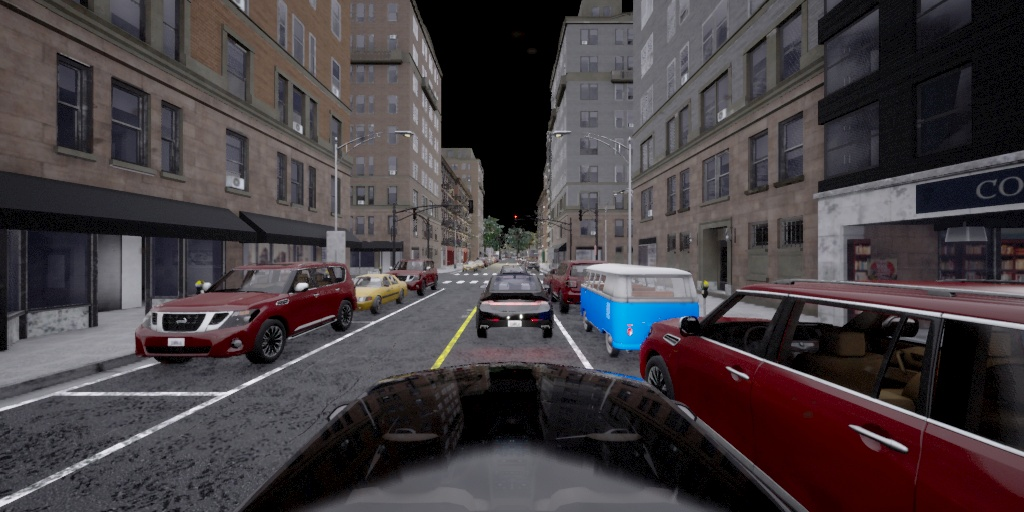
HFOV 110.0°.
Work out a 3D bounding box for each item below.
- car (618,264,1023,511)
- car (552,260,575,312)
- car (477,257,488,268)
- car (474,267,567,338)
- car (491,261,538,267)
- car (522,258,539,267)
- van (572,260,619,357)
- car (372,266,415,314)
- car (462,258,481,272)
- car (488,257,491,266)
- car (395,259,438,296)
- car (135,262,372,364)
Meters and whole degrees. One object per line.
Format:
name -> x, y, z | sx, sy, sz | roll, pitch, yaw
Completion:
car -> 2.638, 1.065, 2.587 | 2.192, 1.841, 5.009 | 0, 0, 0
car -> 2.646, 1.064, 13.945 | 2.192, 1.841, 5.009 | 0, 0, 0
car -> -5.371, 1.272, 57.432 | 1.751, 1.417, 4.829 | 0, 0, 0
car -> 0.079, 1.241, 10.140 | 2.128, 1.511, 4.902 | 0, 0, 0
car -> 0.082, 1.240, 20.191 | 2.128, 1.511, 4.902 | 0, 0, -1
car -> 2.670, 1.297, 46.633 | 2.007, 1.370, 4.403 | 0, 0, 0
van -> 2.642, 1.091, 8.266 | 1.690, 1.789, 3.998 | 0, 0, 0
car -> -5.391, 1.275, 13.782 | 1.751, 1.417, 4.829 | 0, 0, 0
car -> -5.383, 1.272, 46.468 | 1.751, 1.417, 4.829 | 0, 0, 0
car -> -5.365, 1.061, 63.084 | 2.192, 1.841, 5.009 | 0, 0, 0
car -> -5.388, 1.063, 19.631 | 2.192, 1.841, 5.009 | 0, 0, 0
car -> -5.394, 1.064, 8.274 | 2.192, 1.841, 5.009 | 0, 0, 0
